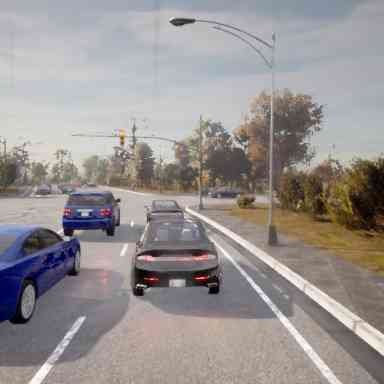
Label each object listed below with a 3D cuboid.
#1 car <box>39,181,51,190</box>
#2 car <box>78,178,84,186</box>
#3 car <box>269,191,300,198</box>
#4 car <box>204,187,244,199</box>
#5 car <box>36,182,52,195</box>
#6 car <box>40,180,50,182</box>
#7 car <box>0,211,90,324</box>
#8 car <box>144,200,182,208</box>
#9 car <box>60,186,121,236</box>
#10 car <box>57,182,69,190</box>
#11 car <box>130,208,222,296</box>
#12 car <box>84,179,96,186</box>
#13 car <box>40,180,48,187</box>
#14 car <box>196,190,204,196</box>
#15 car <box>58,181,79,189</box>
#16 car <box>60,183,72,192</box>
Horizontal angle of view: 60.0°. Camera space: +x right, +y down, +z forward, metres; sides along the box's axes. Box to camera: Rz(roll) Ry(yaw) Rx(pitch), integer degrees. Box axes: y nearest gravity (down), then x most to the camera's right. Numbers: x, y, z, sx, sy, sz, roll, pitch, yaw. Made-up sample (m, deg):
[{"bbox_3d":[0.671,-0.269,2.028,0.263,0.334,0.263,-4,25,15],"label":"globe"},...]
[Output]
[{"bbox_3d":[-30.127,-1.406,68.031,2.097,1.767,4.553,-1,3,-24],"label":"car"},{"bbox_3d":[-28.401,-2.018,81.138,2.097,1.767,4.553,-1,3,-24],"label":"car"},{"bbox_3d":[13.925,0.331,47.285,4.718,1.301,1.895,2,2,-21],"label":"car"},{"bbox_3d":[4.496,0.076,43.645,4.892,1.490,1.837,0,3,-21],"label":"car"},{"bbox_3d":[-22.230,-0.358,49.992,1.812,1.442,4.674,-1,3,-23],"label":"car"},{"bbox_3d":[-26.012,-1.105,58.802,2.150,2.045,5.566,-1,4,-23],"label":"car"},{"bbox_3d":[-3.811,1.424,7.033,1.882,1.535,5.008,0,1,-4],"label":"car"},{"bbox_3d":[-1.512,1.158,17.809,2.128,1.511,4.902,0,2,-8],"label":"car"},{"bbox_3d":[-4.845,0.936,16.591,2.150,2.045,5.566,0,2,-8],"label":"car"},{"bbox_3d":[-27.427,-1.356,70.555,2.128,1.511,4.902,-1,3,-24],"label":"car"},{"bbox_3d":[-0.441,1.407,8.494,2.128,1.511,4.902,0,1,-4],"label":"car"},{"bbox_3d":[-25.240,-1.851,82.652,1.895,1.301,4.718,-1,3,-24],"label":"car"},{"bbox_3d":[-36.379,-2.115,81.771,1.837,1.490,4.892,-1,3,-24],"label":"car"},{"bbox_3d":[2.994,0.007,46.839,4.718,1.301,1.895,0,3,-20],"label":"car"},{"bbox_3d":[-19.495,-0.517,52.539,2.128,1.511,4.902,-1,3,-23],"label":"car"},{"bbox_3d":[-23.224,-0.932,61.170,1.837,1.490,4.892,-1,3,-23],"label":"car"}]
